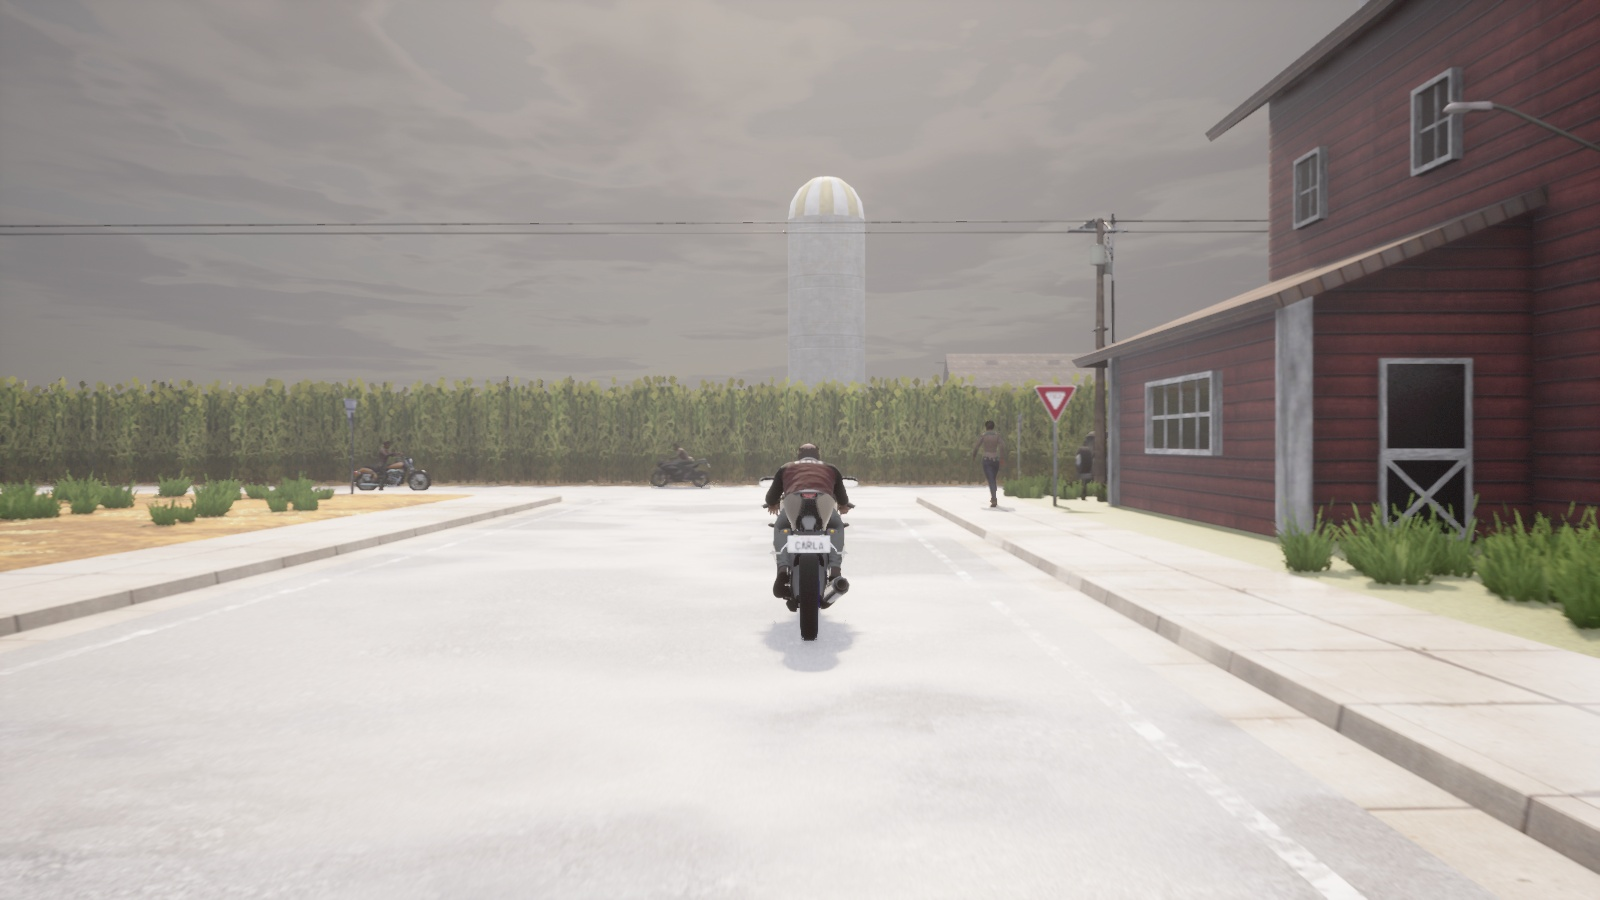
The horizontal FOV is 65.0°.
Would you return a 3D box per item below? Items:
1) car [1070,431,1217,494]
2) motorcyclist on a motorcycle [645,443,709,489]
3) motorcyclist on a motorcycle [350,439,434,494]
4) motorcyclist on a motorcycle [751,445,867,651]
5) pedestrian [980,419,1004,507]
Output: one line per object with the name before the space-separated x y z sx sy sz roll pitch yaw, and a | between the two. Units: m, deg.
car | 10.354 0.363 38.022 3.866 1.878 1.905 0 0 -5
motorcyclist on a motorcycle | -4.100 0.515 41.997 2.044 1.523 0.797 0 0 1
motorcyclist on a motorcycle | -12.547 0.495 38.669 2.350 1.649 0.766 0 0 1
motorcyclist on a motorcycle | 0.073 0.723 10.436 0.866 1.530 2.191 0 0 0
pedestrian | 3.981 0.264 26.107 0.328 1.805 0.869 0 0 -2
